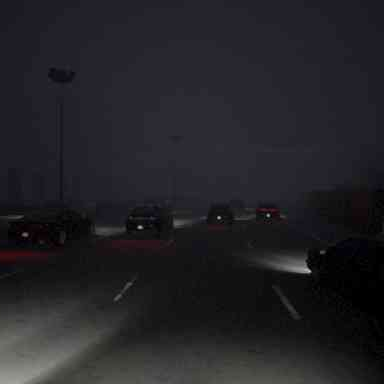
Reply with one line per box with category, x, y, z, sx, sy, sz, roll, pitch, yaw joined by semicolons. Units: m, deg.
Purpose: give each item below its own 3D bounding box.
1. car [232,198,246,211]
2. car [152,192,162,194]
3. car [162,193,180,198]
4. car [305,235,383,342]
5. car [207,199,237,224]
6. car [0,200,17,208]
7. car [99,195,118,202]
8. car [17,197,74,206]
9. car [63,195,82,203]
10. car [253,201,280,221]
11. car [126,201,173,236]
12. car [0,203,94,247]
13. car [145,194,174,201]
car;5.563;1.507;41.043;1.837;1.490;4.892;0;0;14
car;-7.700;1.108;71.404;2.150;2.045;5.566;0;0;17
car;-4.152;1.244;71.036;2.097;1.767;4.553;0;0;18
car;3.792;1.553;6.335;2.033;1.411;5.357;0;0;3
car;2.198;1.501;24.869;1.837;1.490;4.892;0;0;9
car;-18.046;1.501;32.402;2.033;1.411;5.357;0;0;10
car;-16.560;1.300;66.365;2.097;1.767;4.553;0;0;16
car;-14.388;1.508;33.003;2.033;1.411;5.357;0;0;11
car;-18.018;1.302;48.538;2.097;1.767;4.553;0;0;15
car;6.156;1.510;27.393;1.837;1.490;4.892;0;0;10
car;-2.220;1.482;18.373;2.128;1.511;4.902;0;0;6
car;-6.081;1.461;15.047;1.882;1.535;5.008;0;0;5
car;-3.475;1.336;32.876;2.097;1.767;4.553;0;0;11
